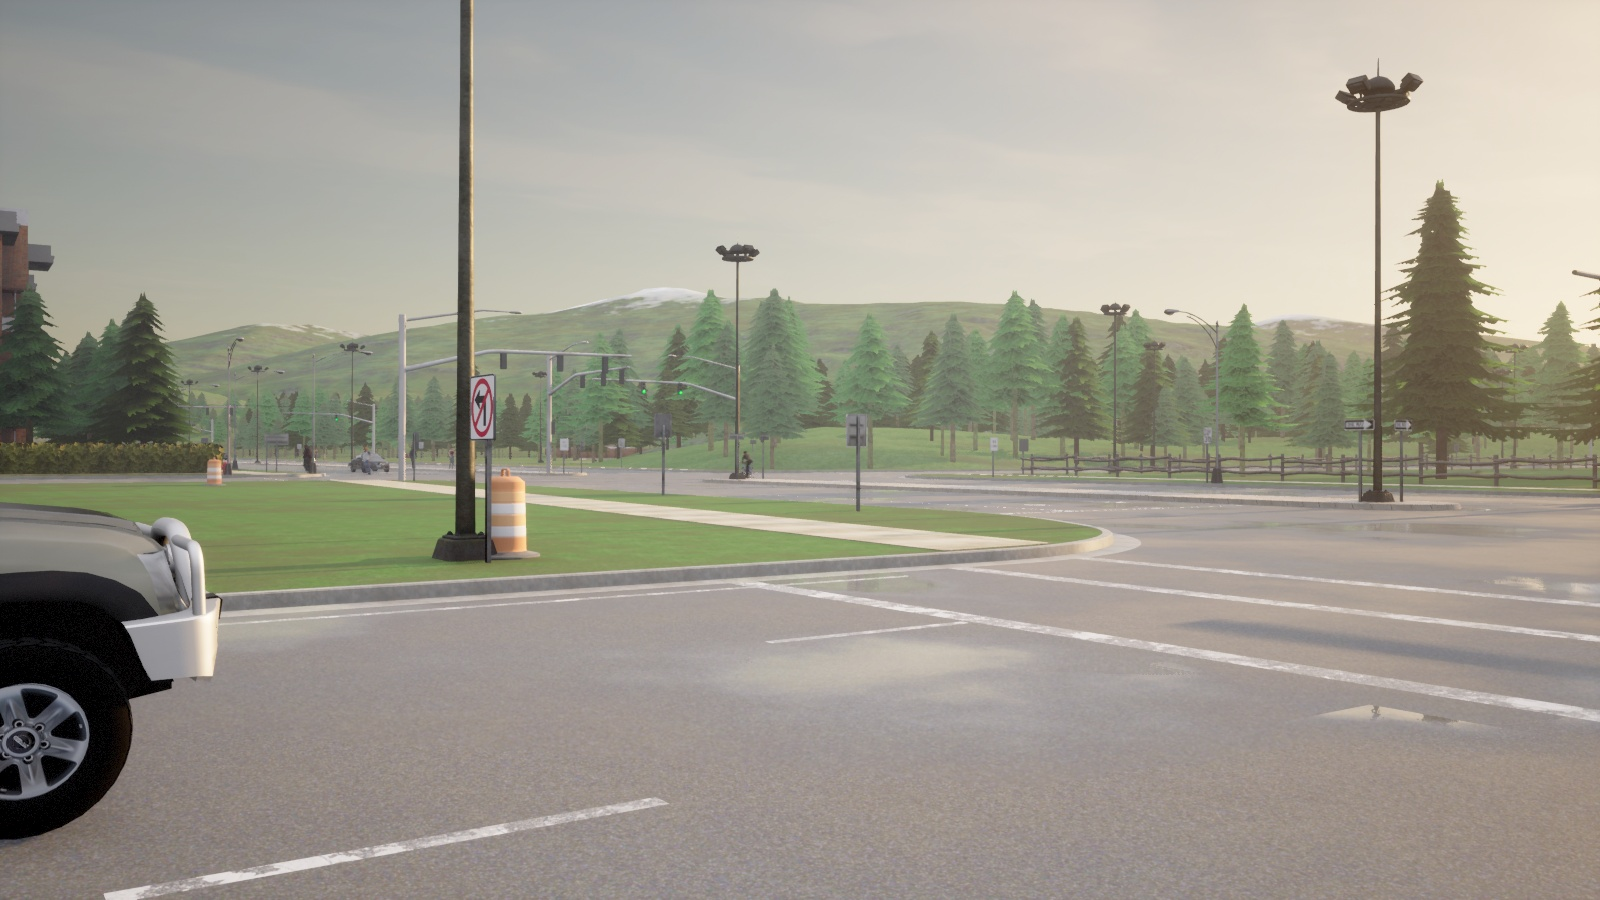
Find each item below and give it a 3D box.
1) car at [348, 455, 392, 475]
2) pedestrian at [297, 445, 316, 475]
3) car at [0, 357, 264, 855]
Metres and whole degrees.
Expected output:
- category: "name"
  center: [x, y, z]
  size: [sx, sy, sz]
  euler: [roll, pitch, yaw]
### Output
- category: "car"
  center: [-31.644, 1.063, 92.293]
  size: [1.812, 1.442, 4.674]
  euler: [0, 0, -35]
- category: "pedestrian"
  center: [-30.802, 0.641, 78.392]
  size: [0.899, 1.844, 0.634]
  euler: [0, 0, -40]
- category: "car"
  center: [-4.662, 0.583, 4.678]
  size: [4.605, 1.855, 1.932]
  euler: [0, 0, -35]
